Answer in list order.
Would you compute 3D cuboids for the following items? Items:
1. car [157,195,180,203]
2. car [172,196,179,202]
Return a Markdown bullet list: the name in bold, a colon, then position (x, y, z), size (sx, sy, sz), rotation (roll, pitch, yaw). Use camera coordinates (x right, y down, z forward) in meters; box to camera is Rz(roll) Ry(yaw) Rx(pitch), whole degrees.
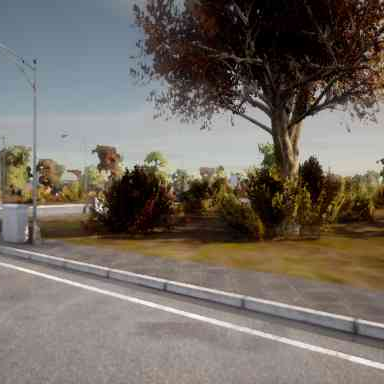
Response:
- **car**: position (-4.670, 1.396, 66.501), size (1.882, 1.535, 5.008), rotation (0, 0, 33)
- **car**: position (-1.739, 1.457, 64.588), size (1.812, 1.442, 4.674), rotation (0, 0, 33)
